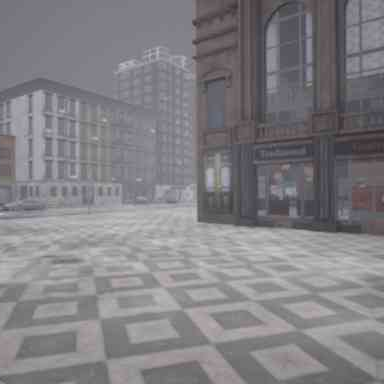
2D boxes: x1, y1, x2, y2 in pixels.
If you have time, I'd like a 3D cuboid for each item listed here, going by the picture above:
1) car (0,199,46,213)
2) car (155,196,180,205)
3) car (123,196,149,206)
[{"bbox_3d":[-17.843,1.485,35.444,1.994,1.385,4.181,0,0,36],"label":"car"},{"bbox_3d":[-4.043,1.363,54.664,2.128,1.511,4.902,0,0,36],"label":"car"},{"bbox_3d":[-8.920,1.426,53.469,1.812,1.442,4.674,0,0,36],"label":"car"}]
